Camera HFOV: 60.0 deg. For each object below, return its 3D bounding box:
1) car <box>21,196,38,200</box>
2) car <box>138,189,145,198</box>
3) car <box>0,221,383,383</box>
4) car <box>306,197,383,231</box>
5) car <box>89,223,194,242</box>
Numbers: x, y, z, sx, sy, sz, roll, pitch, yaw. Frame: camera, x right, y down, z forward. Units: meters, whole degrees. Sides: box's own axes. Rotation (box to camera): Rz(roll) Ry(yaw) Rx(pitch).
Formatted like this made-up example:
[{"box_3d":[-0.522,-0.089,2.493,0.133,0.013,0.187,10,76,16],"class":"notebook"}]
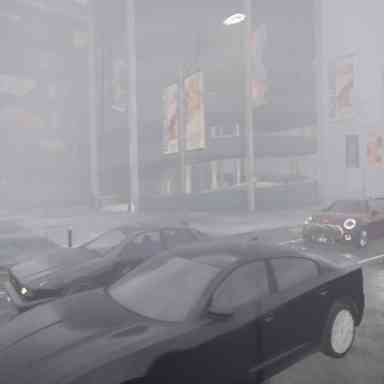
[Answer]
[{"box_3d":[-25.527,1.216,52.434,1.895,1.301,4.718,-2,1,-36],"class":"car"},{"box_3d":[-11.035,0.298,63.933,2.435,2.045,5.566,-2,1,-36],"class":"car"},{"box_3d":[0.236,1.412,4.179,5.008,1.535,1.882,-2,1,-37],"class":"car"},{"box_3d":[6.337,1.022,12.995,4.553,1.767,2.097,-2,1,-37],"class":"car"},{"box_3d":[-1.119,1.460,7.509,5.357,1.411,2.033,-2,1,-36],"class":"car"}]
